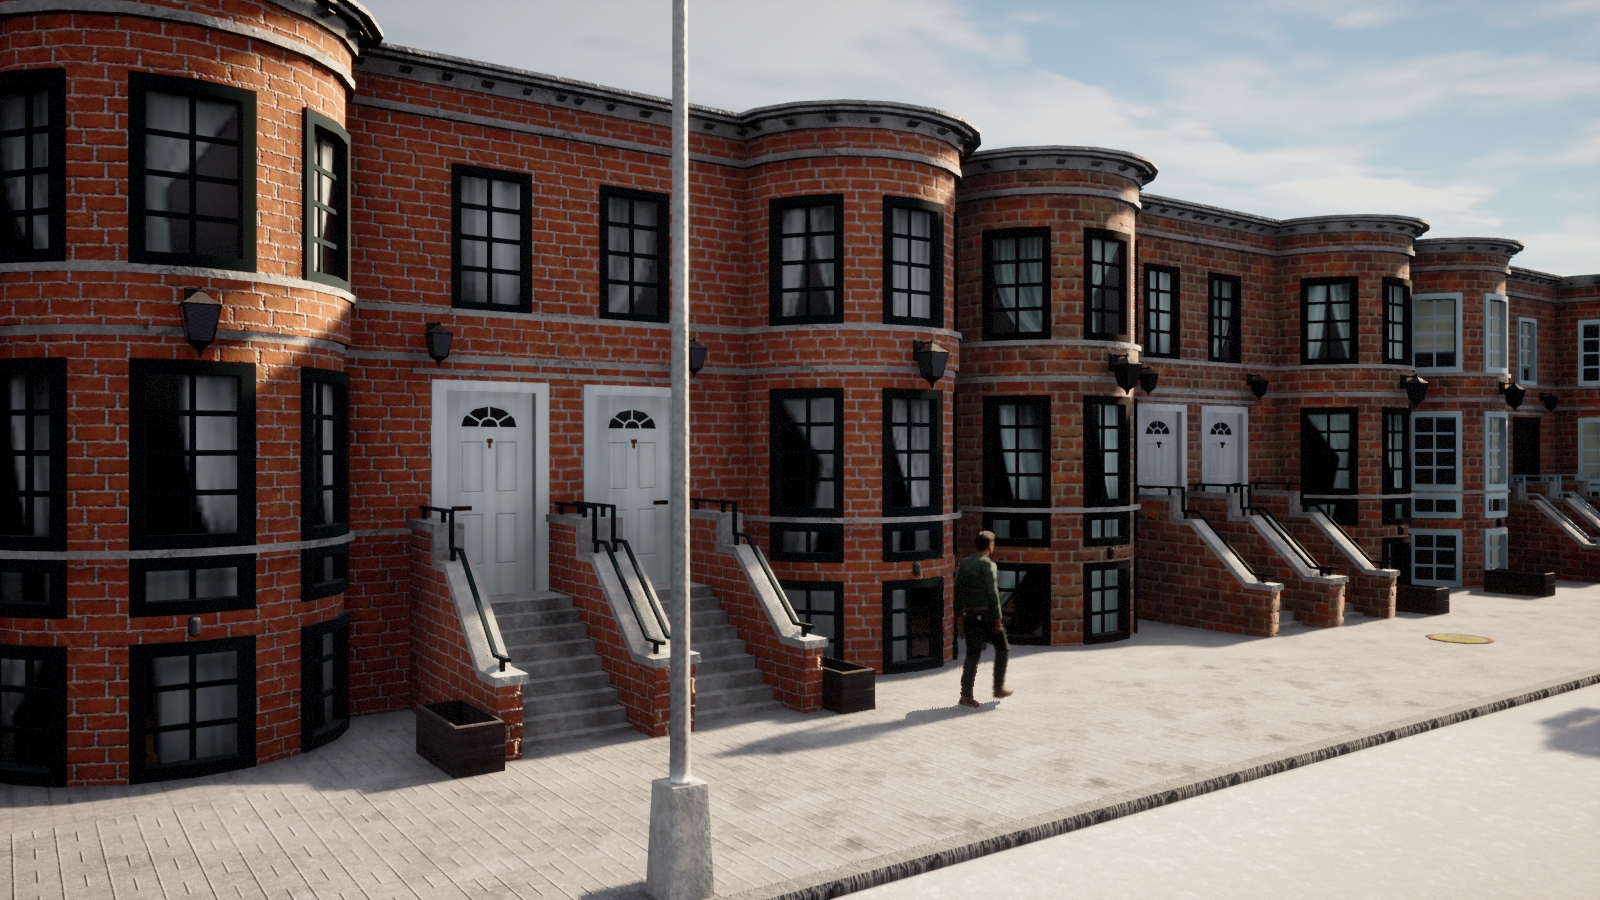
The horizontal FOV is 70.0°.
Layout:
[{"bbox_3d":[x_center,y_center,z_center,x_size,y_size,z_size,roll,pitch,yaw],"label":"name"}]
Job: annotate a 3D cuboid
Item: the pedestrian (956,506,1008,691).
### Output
[{"bbox_3d":[1.887,1.521,11.873,0.375,1.860,0.375,0,0,-38],"label":"pedestrian"}]
